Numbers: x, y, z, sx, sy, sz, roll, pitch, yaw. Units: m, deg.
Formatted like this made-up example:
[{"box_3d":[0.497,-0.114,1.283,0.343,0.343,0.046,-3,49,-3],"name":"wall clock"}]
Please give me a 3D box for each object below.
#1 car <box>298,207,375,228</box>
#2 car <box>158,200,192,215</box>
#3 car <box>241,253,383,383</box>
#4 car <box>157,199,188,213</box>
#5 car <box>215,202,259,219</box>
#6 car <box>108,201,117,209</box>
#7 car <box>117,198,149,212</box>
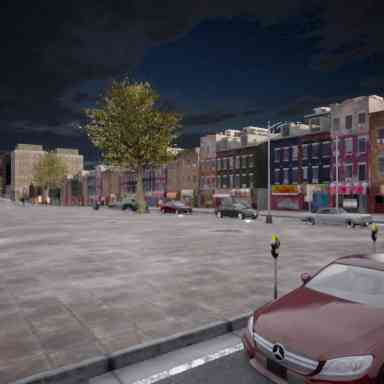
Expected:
[{"box_3d":[9.868,1.728,22.964,1.895,1.301,4.718,0,-1,-36],"name":"car"},{"box_3d":[-1.899,1.889,39.392,1.882,1.535,5.008,0,-1,-35],"name":"car"},{"box_3d":[2.578,1.582,4.642,4.206,1.307,1.802,0,0,-35],"name":"car"},{"box_3d":[-2.768,1.861,45.648,2.097,1.767,4.553,0,-1,-36],"name":"car"},{"box_3d":[4.110,1.756,30.998,1.837,1.490,4.892,0,-1,-36],"name":"car"},{"box_3d":[-13.819,2.395,61.059,2.128,1.511,4.902,0,-1,-35],"name":"car"},{"box_3d":[-8.383,1.844,48.514,2.150,2.045,5.566,0,-1,-35],"name":"car"}]
